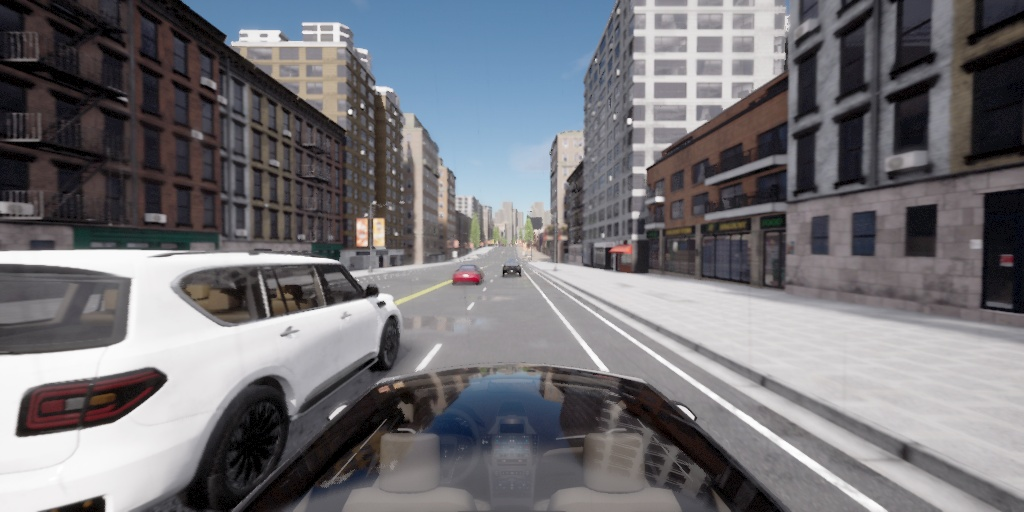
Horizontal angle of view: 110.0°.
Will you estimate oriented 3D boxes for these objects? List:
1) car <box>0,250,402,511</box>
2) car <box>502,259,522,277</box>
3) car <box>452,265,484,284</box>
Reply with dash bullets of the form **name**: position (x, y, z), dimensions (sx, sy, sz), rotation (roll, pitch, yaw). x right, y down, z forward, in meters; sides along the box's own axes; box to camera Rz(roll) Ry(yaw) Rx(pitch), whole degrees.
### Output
- **car**: position (-3.154, 0.969, 4.477), dimensions (2.150, 2.045, 5.566), rotation (0, 0, 0)
- **car**: position (-0.005, 1.263, 35.446), dimensions (1.882, 1.535, 5.008), rotation (0, -1, 0)
- **car**: position (-3.163, 1.310, 26.498), dimensions (1.994, 1.385, 4.181), rotation (0, 0, 0)
